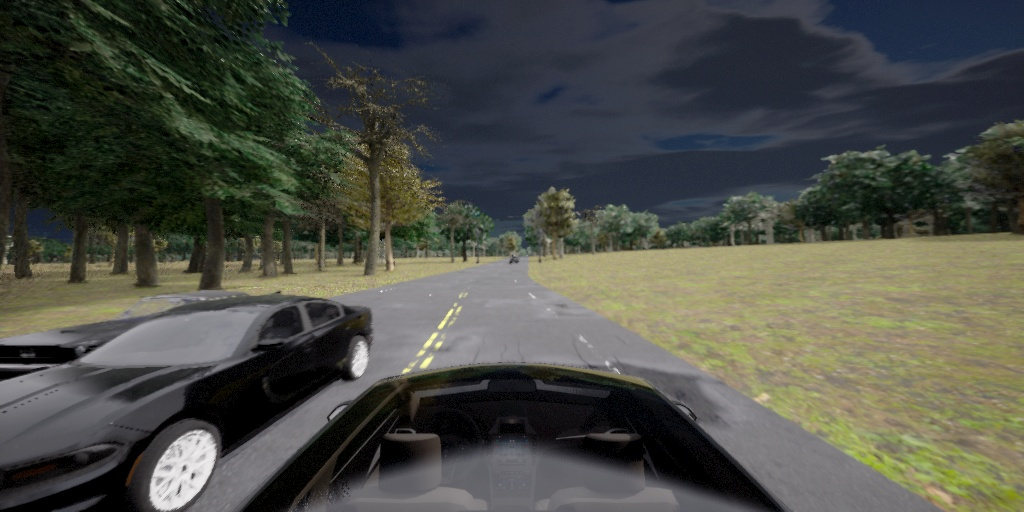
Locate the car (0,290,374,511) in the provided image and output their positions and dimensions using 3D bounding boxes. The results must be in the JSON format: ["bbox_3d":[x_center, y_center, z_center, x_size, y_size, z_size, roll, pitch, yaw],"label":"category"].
[{"bbox_3d":[-3.466,1.268,4.470,1.882,1.535,5.008,-1,0,1],"label":"car"}]

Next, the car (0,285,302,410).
[{"bbox_3d":[-6.657,1.429,7.217,1.895,1.301,4.718,-1,0,3],"label":"car"}]
